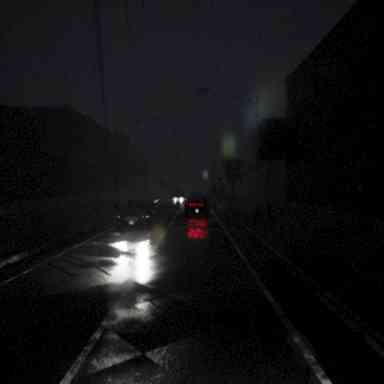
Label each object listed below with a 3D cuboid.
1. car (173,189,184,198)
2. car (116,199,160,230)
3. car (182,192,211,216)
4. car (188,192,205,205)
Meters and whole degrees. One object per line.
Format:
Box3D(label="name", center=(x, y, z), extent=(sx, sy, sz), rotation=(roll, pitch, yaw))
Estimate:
Box3D(label="car", center=(-2.389, 0.250, 59.510), extent=(2.128, 1.511, 4.902), rotation=(0, 1, 1))
Box3D(label="car", center=(-2.899, 1.171, 18.496), extent=(2.128, 1.511, 4.902), rotation=(0, 1, 1))
Box3D(label="car", center=(0.384, 1.021, 25.899), extent=(1.837, 1.490, 4.892), rotation=(0, 1, 1))
Box3D(label="car", center=(0.557, 0.739, 41.460), extent=(1.994, 1.385, 4.181), rotation=(0, 1, 1))
